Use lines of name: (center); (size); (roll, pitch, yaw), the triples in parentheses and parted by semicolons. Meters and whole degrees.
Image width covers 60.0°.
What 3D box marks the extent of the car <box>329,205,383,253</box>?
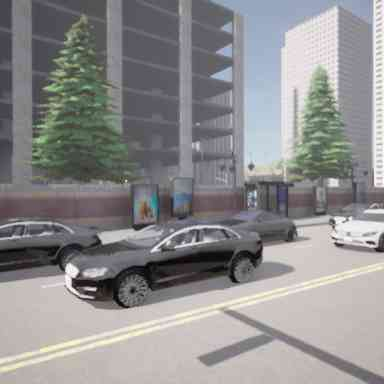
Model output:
car: (7.604, 1.442, 13.463); (4.674, 1.442, 1.812); (0, 0, -35)

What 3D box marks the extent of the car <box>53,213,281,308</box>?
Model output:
car: (-0.421, 1.465, 7.946); (4.902, 1.511, 2.128); (0, 0, -35)

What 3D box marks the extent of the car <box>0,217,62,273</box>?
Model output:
car: (-4.930, 1.481, 9.089); (4.902, 1.511, 2.128); (0, 0, -35)

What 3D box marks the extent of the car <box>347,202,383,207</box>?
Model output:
car: (9.964, 1.375, 19.349); (4.902, 1.511, 2.128); (0, 0, -35)

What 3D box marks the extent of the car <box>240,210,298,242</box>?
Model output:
car: (2.609, 1.500, 14.290); (4.181, 1.385, 1.994); (0, 0, -35)
